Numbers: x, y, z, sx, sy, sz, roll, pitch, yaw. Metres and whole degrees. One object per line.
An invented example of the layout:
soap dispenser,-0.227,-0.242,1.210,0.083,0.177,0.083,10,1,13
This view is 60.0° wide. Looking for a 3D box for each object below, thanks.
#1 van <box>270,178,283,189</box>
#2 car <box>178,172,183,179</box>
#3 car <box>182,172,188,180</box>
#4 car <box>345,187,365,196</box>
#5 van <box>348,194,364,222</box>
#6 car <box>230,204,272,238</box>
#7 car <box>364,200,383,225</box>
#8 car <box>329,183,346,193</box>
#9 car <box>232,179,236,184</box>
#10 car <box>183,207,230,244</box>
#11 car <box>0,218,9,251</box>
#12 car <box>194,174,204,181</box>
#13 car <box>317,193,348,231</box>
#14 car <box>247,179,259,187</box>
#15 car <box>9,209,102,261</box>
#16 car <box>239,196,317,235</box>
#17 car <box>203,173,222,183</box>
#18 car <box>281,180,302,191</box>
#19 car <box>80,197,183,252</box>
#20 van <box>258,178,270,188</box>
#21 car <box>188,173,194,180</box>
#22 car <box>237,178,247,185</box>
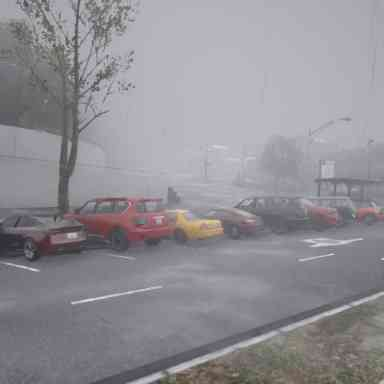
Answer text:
van,17.564,-1.492,65.156,1.878,1.987,4.442,7,4,35
car,-1.581,-4.363,92.183,2.435,2.045,5.566,1,-1,34
car,0.192,-4.086,89.837,2.185,1.767,4.553,4,1,33
car,26.232,0.135,52.941,2.002,1.452,4.674,7,3,35
van,8.950,1.296,22.687,4.442,1.987,1.878,-1,-1,35
car,1.474,1.547,17.551,4.674,1.452,2.002,-1,-1,35
car,11.358,1.402,24.439,4.553,1.767,2.185,-1,-1,35
car,24.540,-0.427,55.412,2.435,2.045,5.566,7,3,35
car,10.681,-2.318,75.137,2.002,1.452,4.674,7,3,35
car,-1.132,1.502,15.922,5.366,1.575,1.946,-1,-1,35
car,-8.313,1.492,10.599,4.892,1.521,2.231,-1,-1,34
car,3.719,-3.700,84.903,2.435,2.045,5.566,7,3,34
car,6.412,1.266,21.016,5.566,2.045,2.435,-1,-1,35
car,14.258,-1.813,70.357,1.946,1.575,5.366,7,3,35
car,-5.895,1.523,12.346,4.792,1.488,2.163,-1,-1,35
car,3.900,1.261,19.310,5.566,2.045,2.435,-1,-1,35
car,5.572,-3.177,82.644,1.946,1.575,5.366,7,3,34
car,19.325,-0.993,62.795,2.231,1.521,4.892,7,3,35
car,-3.451,1.247,14.093,5.566,2.045,2.435,-1,-1,34
van,15.834,-1.765,67.626,1.878,1.987,4.442,7,4,35
car,1.924,-3.851,87.368,2.185,1.767,4.553,6,3,34
car,12.425,-2.044,72.676,2.002,1.452,4.674,7,4,35
